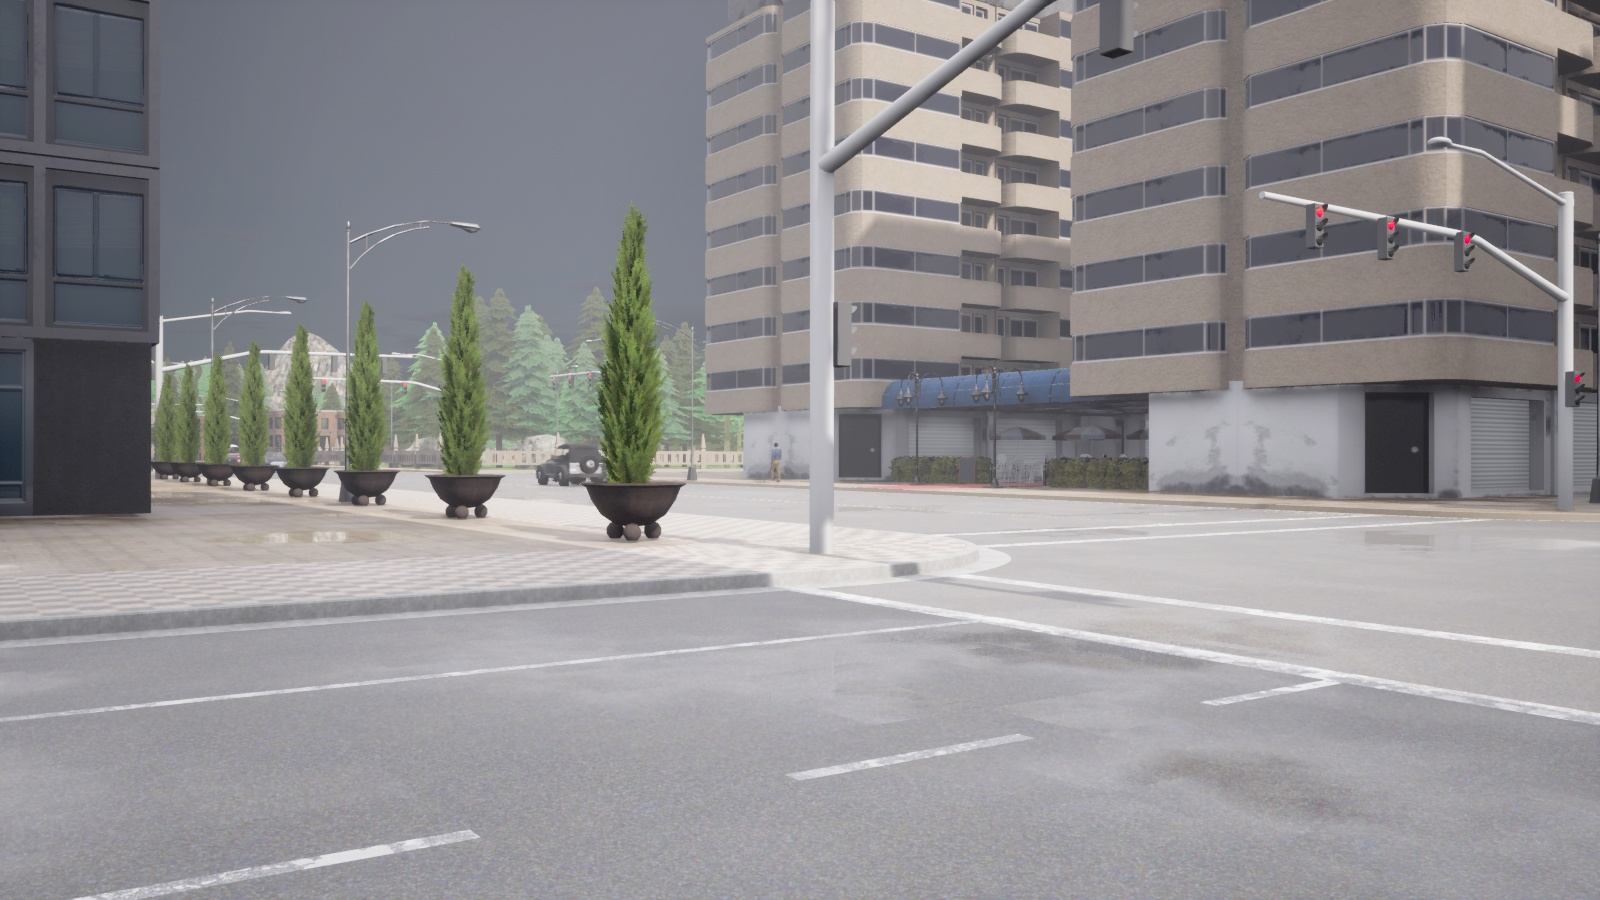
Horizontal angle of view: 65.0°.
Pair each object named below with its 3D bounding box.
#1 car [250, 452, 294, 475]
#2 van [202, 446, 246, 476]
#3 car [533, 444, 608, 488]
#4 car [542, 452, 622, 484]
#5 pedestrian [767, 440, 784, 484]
[{"bbox_3d":[-38.341,0.979,91.168,2.033,1.649,4.856,0,0,-34],"label":"car"},{"bbox_3d":[-40.304,0.769,87.834,2.069,2.038,4.480,0,0,-34],"label":"van"},{"bbox_3d":[-10.307,0.700,56.236,1.905,1.878,3.866,0,0,-34],"label":"car"},{"bbox_3d":[-11.100,0.880,63.618,2.128,1.511,4.902,0,0,-34],"label":"car"},{"bbox_3d":[-1.107,0.541,56.342,0.423,1.949,0.788,0,0,-29],"label":"pedestrian"}]
